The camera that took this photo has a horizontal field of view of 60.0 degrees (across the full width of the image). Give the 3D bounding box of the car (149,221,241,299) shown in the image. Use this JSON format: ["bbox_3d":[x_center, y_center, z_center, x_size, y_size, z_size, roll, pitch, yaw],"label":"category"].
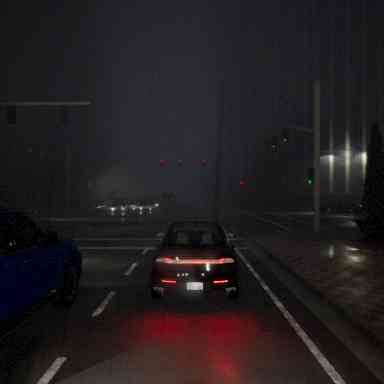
[{"bbox_3d":[0.078,1.492,8.454,2.128,1.511,4.902,0,0,1],"label":"car"}]

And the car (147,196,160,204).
[{"bbox_3d":[-7.168,1.564,62.884,1.994,1.385,4.181,0,0,0],"label":"car"}]

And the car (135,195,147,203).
[{"bbox_3d":[-10.623,1.477,69.758,1.882,1.535,5.008,0,0,0],"label":"car"}]

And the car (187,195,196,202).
[{"bbox_3d":[-0.133,1.429,75.500,1.837,1.490,4.892,0,0,0],"label":"car"}]

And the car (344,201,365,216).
[{"bbox_3d":[17.480,1.505,31.407,4.892,1.490,1.837,0,0,-1],"label":"car"}]

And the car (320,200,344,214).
[{"bbox_3d":[15.232,1.564,34.882,4.181,1.385,1.994,0,0,-1],"label":"car"}]

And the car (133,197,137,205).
[{"bbox_3d":[-10.674,1.601,59.316,1.895,1.301,4.718,0,0,0],"label":"car"}]

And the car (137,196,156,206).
[{"bbox_3d":[-7.182,1.505,53.975,1.837,1.490,4.892,0,0,0],"label":"car"}]

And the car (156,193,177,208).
[{"bbox_3d":[-3.492,1.221,48.356,2.150,2.045,5.566,0,0,0],"label":"car"}]

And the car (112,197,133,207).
[{"bbox_3d":[-10.687,1.526,50.207,1.812,1.442,4.674,0,0,0],"label":"car"}]

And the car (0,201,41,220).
[{"bbox_3d":[-15.329,1.492,27.318,4.902,1.511,2.128,0,0,-1],"label":"car"}]

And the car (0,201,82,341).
[{"bbox_3d":[-3.451,1.221,4.822,2.150,2.045,5.566,0,0,1],"label":"car"}]
